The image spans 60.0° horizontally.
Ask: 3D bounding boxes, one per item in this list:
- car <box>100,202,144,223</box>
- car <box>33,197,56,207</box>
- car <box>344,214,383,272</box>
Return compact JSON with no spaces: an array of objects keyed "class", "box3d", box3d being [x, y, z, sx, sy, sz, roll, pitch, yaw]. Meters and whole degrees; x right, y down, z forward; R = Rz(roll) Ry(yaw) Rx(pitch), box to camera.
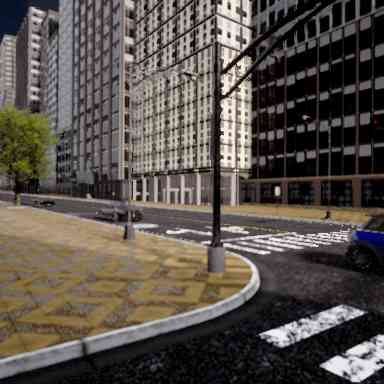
[{"class":"car","box3d":[-5.228,1.434,24.536,1.994,1.385,4.181,1,0,-37]},{"class":"car","box3d":[-19.180,1.261,43.205,1.895,1.301,4.718,1,0,-37]},{"class":"car","box3d":[6.585,1.408,8.727,2.097,1.767,4.553,1,0,-37]}]
